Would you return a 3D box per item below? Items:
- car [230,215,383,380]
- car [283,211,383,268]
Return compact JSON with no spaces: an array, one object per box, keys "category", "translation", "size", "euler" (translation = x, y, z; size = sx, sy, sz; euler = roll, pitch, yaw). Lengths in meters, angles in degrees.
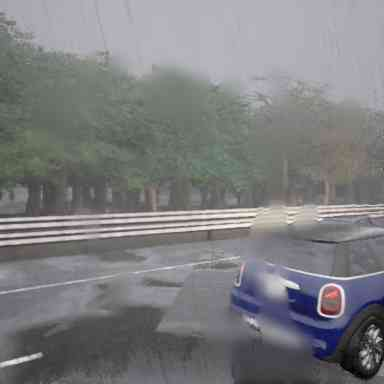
[{"category":"car","translation":[2.884,1.351,5.724],"size":[4.553,1.767,2.097],"euler":[0,0,-35]},{"category":"car","translation":[5.943,1.545,12.109],"size":[5.357,1.411,2.033],"euler":[0,0,-33]}]
